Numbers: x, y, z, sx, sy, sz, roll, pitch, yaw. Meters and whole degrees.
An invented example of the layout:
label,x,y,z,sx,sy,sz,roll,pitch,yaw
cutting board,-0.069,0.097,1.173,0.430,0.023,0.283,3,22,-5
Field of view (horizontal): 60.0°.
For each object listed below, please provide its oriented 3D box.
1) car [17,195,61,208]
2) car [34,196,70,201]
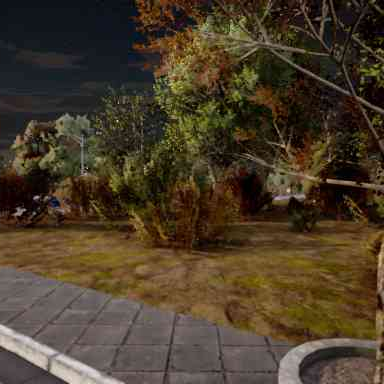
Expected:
label,x,y,z,sx,sy,sz,roll,pitch,yaw
car,-20.038,1.201,43.862,1.882,1.535,5.008,1,0,32
car,-17.523,1.228,41.286,1.882,1.535,5.008,1,0,32
